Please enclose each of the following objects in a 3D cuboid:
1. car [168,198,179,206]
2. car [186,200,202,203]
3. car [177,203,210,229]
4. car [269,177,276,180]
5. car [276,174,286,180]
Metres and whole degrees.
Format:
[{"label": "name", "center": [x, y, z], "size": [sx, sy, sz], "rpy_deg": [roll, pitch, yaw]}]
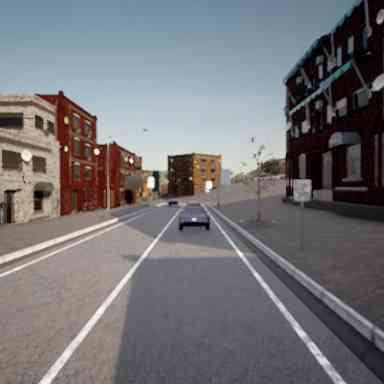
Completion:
[{"label": "car", "center": [-3.315, 1.811, 60.159], "size": [1.895, 1.301, 4.718], "rpy_deg": [0, 0, 0]}, {"label": "car", "center": [0.215, 1.659, 40.503], "size": [1.812, 1.442, 4.674], "rpy_deg": [0, 0, 0]}, {"label": "car", "center": [0.148, 1.637, 22.153], "size": [1.994, 1.385, 4.181], "rpy_deg": [0, 0, 0]}, {"label": "car", "center": [22.703, -3.546, 87.424], "size": [2.097, 1.535, 5.008], "rpy_deg": [0, 1, -3]}, {"label": "car", "center": [23.153, -3.592, 81.917], "size": [2.185, 1.767, 4.553], "rpy_deg": [0, 1, -5]}]
